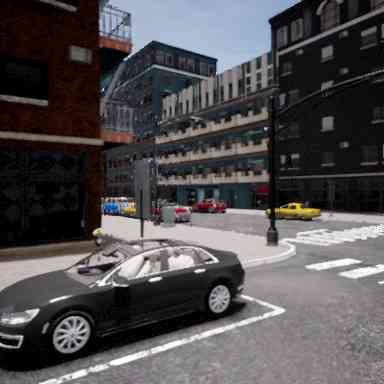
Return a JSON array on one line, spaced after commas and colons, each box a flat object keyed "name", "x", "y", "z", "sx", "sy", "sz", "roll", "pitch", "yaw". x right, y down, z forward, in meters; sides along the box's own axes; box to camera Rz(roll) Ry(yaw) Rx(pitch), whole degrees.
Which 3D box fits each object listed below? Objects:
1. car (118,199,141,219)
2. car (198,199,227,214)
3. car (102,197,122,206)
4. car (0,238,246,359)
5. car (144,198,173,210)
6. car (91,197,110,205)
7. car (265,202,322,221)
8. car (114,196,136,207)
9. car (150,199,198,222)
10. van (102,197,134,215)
[{"name": "car", "x": -4.860, "y": 1.679, "z": 31.231, "sx": 1.752, "sy": 1.417, "sz": 4.829, "roll": -1, "pitch": 0, "yaw": -36}, {"name": "car", "x": 1.855, "y": 1.485, "z": 36.244, "sx": 1.967, "sy": 1.590, "sz": 4.097, "roll": -1, "pitch": 0, "yaw": -36}, {"name": "car", "x": -14.246, "y": 1.686, "z": 58.749, "sx": 1.947, "sy": 1.339, "sz": 4.313, "roll": -1, "pitch": 0, "yaw": -36}, {"name": "car", "x": -0.989, "y": 1.555, "z": 5.868, "sx": 4.403, "sy": 1.369, "sz": 2.008, "roll": 0, "pitch": -1, "yaw": -35}, {"name": "car", "x": -4.585, "y": 1.625, "z": 45.247, "sx": 2.008, "sy": 1.369, "sz": 4.403, "roll": -1, "pitch": 0, "yaw": -36}, {"name": "car", "x": -17.466, "y": 1.688, "z": 63.250, "sx": 2.008, "sy": 1.369, "sz": 4.403, "roll": -1, "pitch": 0, "yaw": -36}, {"name": "car", "x": 8.198, "y": 1.543, "z": 27.382, "sx": 1.752, "sy": 1.417, "sz": 4.829, "roll": -1, "pitch": 0, "yaw": -36}, {"name": "car", "x": -11.027, "y": 1.545, "z": 54.247, "sx": 1.967, "sy": 1.590, "sz": 4.097, "roll": -1, "pitch": 0, "yaw": -36}, {"name": "car", "x": -1.740, "y": 1.580, "z": 26.869, "sx": 1.967, "sy": 1.590, "sz": 4.097, "roll": -1, "pitch": 0, "yaw": -36}, {"name": "van", "x": -8.182, "y": 1.509, "z": 35.869, "sx": 1.690, "sy": 1.788, "sz": 3.998, "roll": -1, "pitch": 0, "yaw": -36}]
